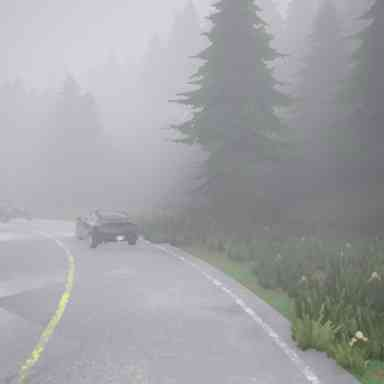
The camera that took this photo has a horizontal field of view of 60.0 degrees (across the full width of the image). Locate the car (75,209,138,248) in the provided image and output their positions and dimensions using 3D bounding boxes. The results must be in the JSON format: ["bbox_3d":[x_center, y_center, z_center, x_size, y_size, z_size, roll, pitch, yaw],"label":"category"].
[{"bbox_3d":[-3.916,1.516,14.868,1.837,1.490,4.892,0,0,-29],"label":"car"}]

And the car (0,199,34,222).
[{"bbox_3d":[-14.578,1.366,26.272,4.553,1.767,2.097,0,0,35],"label":"car"}]
